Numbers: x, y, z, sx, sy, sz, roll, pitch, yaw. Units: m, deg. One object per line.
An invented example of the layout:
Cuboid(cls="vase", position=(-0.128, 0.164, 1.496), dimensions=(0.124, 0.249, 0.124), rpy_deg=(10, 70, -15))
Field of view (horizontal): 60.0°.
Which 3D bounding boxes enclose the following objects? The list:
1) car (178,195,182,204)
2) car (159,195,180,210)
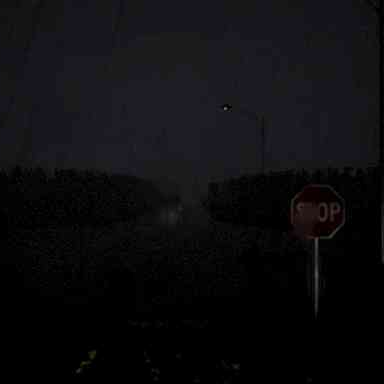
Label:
Cuboid(cls="car", position=(-2.827, 1.294, 57.981), dimensions=(1.837, 1.490, 4.892), rpy_deg=(0, 0, 0))
Cuboid(cls="car", position=(-2.856, 1.424, 40.310), dimensions=(1.994, 1.385, 4.181), rpy_deg=(0, 0, 0))
